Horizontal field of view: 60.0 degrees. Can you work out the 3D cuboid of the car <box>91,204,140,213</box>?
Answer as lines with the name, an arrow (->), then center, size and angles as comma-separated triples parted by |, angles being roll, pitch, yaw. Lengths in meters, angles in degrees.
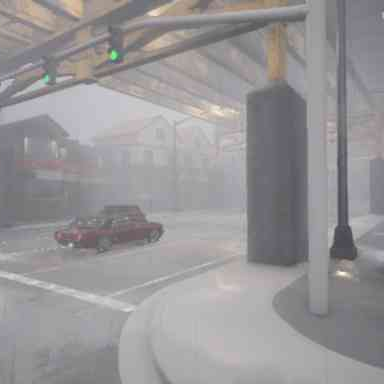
car -> -4.638, 1.491, 18.759 | 2.097, 1.767, 4.553 | -1, -1, 35

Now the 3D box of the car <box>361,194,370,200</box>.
car -> 40.606, 1.110, 77.270 | 2.033, 1.411, 5.357 | -1, 0, 35

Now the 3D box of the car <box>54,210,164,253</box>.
car -> -3.314, 1.704, 14.365 | 1.895, 1.301, 4.718 | -1, 0, 35
